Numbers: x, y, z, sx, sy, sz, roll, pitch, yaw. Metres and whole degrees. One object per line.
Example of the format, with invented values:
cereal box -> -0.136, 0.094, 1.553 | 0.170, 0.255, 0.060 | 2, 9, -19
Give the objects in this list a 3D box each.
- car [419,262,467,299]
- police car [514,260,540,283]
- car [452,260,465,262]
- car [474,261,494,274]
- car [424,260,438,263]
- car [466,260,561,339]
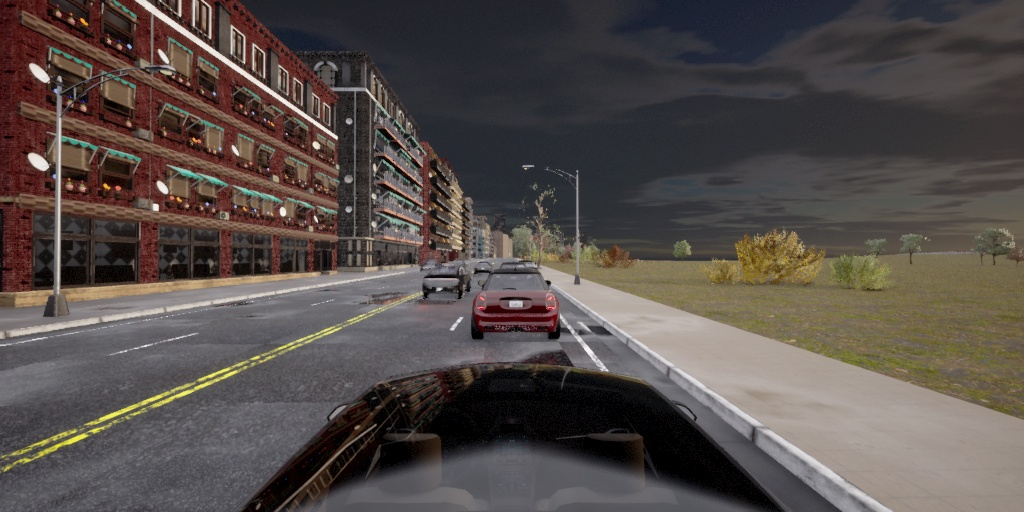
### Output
car -> -3.172, 1.243, 18.105 | 2.128, 1.511, 4.902 | 0, 0, 0
police car -> 1.104, 1.178, 29.464 | 1.930, 1.638, 5.238 | 0, 0, 0
car -> -6.651, 1.257, 44.256 | 1.837, 1.490, 4.892 | 0, 0, 0
car -> -3.197, 1.317, 41.285 | 1.994, 1.385, 4.181 | 0, 0, 0
car -> -9.900, 1.244, 43.709 | 2.128, 1.511, 4.902 | 0, 0, 0
car -> 0.082, 1.103, 10.196 | 2.097, 1.767, 4.553 | 0, 0, 0
